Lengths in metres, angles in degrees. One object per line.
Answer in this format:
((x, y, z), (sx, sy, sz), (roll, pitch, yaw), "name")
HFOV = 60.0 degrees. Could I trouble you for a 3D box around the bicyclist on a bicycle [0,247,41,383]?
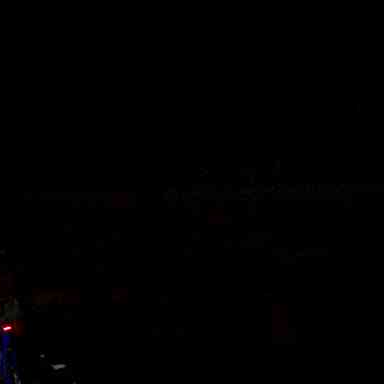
((-2.150, 1.468, 3.747), (0.582, 1.620, 1.656), (-1, 0, -42), "bicyclist on a bicycle")
